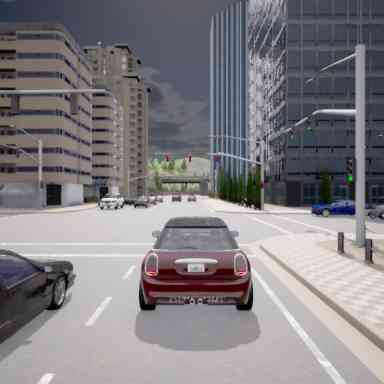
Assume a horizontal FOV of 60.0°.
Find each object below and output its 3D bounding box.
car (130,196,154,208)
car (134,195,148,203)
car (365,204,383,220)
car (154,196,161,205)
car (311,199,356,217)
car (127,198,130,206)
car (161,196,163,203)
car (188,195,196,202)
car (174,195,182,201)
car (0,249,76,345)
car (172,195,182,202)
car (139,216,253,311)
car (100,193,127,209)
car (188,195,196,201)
[{"bbox_3d":[-7.111,1.547,47.951,2.033,1.411,5.357,0,0,0],"label":"car"},{"bbox_3d":[-10.518,1.497,68.836,2.128,1.511,4.902,0,0,0],"label":"car"},{"bbox_3d":[16.273,1.436,26.324,4.902,1.511,2.128,0,0,0],"label":"car"},{"bbox_3d":[-7.096,1.491,57.464,2.128,1.511,4.902,0,0,0],"label":"car"},{"bbox_3d":[13.286,1.422,29.846,5.008,1.535,1.882,0,0,1],"label":"car"},{"bbox_3d":[-10.605,1.600,54.455,1.895,1.301,4.718,0,0,0],"label":"car"},{"bbox_3d":[-7.018,1.492,69.160,2.128,1.511,4.902,0,0,0],"label":"car"},{"bbox_3d":[-0.020,1.546,75.818,1.994,1.385,4.181,0,0,0],"label":"car"},{"bbox_3d":[-3.522,1.509,84.311,2.033,1.411,5.357,0,0,0],"label":"car"},{"bbox_3d":[-3.435,1.547,4.747,2.033,1.411,5.357,0,0,0],"label":"car"},{"bbox_3d":[-3.520,1.470,74.700,1.882,1.535,5.008,0,0,0],"label":"car"},{"bbox_3d":[0.081,1.352,7.946,2.097,1.767,4.553,0,0,0],"label":"car"},{"bbox_3d":[-10.611,1.222,44.436,2.150,2.045,5.566,0,0,0],"label":"car"},{"bbox_3d":[-0.022,1.493,84.311,1.812,1.442,4.674,0,0,0],"label":"car"}]
